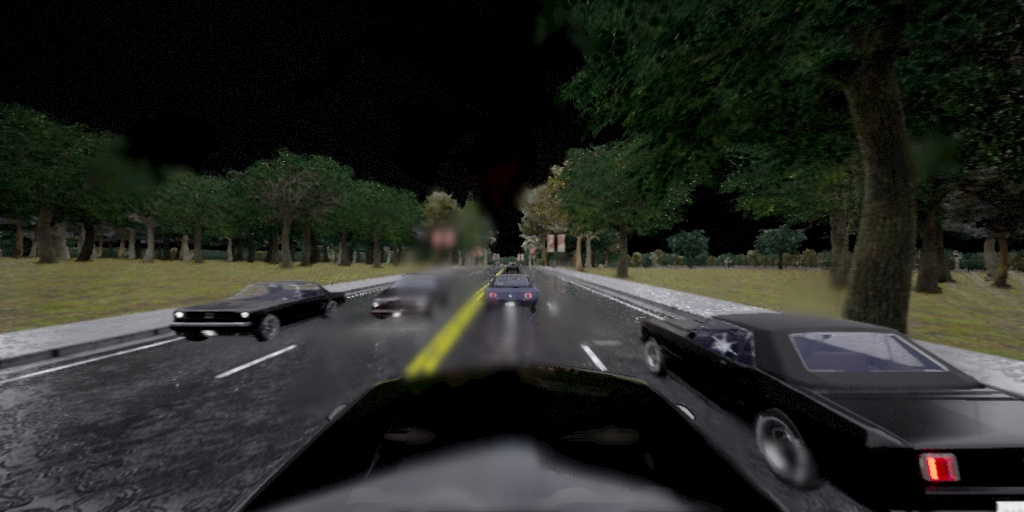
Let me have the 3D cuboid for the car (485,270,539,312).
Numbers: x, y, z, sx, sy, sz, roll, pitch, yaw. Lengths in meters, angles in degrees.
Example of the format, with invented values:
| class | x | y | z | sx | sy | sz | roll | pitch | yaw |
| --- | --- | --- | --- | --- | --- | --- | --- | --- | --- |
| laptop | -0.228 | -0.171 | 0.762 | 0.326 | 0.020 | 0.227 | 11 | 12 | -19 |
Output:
| class | x | y | z | sx | sy | sz | roll | pitch | yaw |
| --- | --- | --- | --- | --- | --- | --- | --- | --- | --- |
| car | -0.011 | 1.401 | 14.507 | 1.895 | 1.301 | 4.718 | 0 | 0 | 0 |

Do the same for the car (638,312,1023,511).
| class | x | y | z | sx | sy | sz | roll | pitch | yaw |
| --- | --- | --- | --- | --- | --- | --- | --- | --- | --- |
| car | 3.249 | 1.359 | 4.515 | 1.895 | 1.301 | 4.718 | 0 | 0 | 0 |

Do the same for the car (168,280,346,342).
| class | x | y | z | sx | sy | sz | roll | pitch | yaw |
| --- | --- | --- | --- | --- | --- | --- | --- | --- | --- |
| car | -6.600 | 1.382 | 10.026 | 1.895 | 1.301 | 4.718 | 0 | 0 | 0 |

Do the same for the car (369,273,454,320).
| class | x | y | z | sx | sy | sz | roll | pitch | yaw |
| --- | --- | --- | --- | --- | --- | --- | --- | --- | --- |
| car | -3.348 | 1.341 | 13.130 | 2.033 | 1.411 | 5.357 | 0 | 0 | 0 |

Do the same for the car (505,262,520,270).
| class | x | y | z | sx | sy | sz | roll | pitch | yaw |
| --- | --- | --- | --- | --- | --- | --- | --- | --- | --- |
| car | 0.086 | 1.581 | 53.458 | 1.837 | 1.490 | 4.892 | 0 | -1 | 0 |
